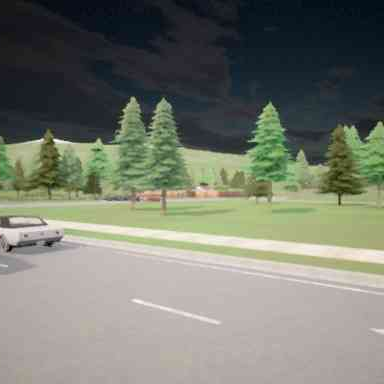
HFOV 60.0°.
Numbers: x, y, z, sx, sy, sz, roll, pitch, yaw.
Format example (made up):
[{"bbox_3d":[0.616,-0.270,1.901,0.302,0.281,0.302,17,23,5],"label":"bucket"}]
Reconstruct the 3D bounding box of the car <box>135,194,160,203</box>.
[{"bbox_3d":[-8.727,1.273,68.082,2.097,1.767,4.553,0,0,36],"label":"car"}]

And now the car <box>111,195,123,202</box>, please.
[{"bbox_3d":[-14.435,1.401,72.128,1.837,1.490,4.892,0,0,36],"label":"car"}]

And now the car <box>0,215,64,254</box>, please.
[{"bbox_3d":[-7.371,1.576,13.519,4.718,1.301,1.895,0,0,35],"label":"car"}]

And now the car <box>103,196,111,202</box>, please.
[{"bbox_3d":[-17.273,1.435,74.176,2.033,1.411,5.357,0,0,36],"label":"car"}]

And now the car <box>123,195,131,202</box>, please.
[{"bbox_3d":[-11.597,1.432,70.079,1.812,1.442,4.674,0,0,36],"label":"car"}]
